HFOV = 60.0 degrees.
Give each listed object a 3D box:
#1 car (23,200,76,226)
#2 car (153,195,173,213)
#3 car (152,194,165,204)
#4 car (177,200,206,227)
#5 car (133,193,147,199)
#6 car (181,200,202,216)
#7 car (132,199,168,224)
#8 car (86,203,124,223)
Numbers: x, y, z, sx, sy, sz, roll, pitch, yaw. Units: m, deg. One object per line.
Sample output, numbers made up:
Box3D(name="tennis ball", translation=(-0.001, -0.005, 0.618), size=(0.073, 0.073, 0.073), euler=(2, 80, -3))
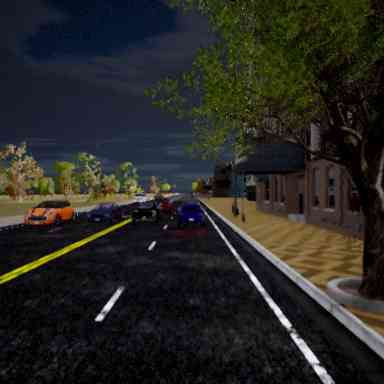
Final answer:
Box3D(name="car", translation=(-9.929, 1.374, 23.483), size=(2.097, 1.767, 4.553), euler=(0, 0, 0))
Box3D(name="car", translation=(-3.283, 1.368, 37.389), size=(2.097, 1.767, 4.553), euler=(0, 0, 0))
Box3D(name="car", translation=(-6.744, 1.367, 66.938), size=(2.097, 1.767, 4.553), euler=(0, 0, 0))
Box3D(name="car", translation=(-0.027, 1.534, 22.962), size=(1.812, 1.442, 4.674), euler=(0, 0, 0))
Box3D(name="car", translation=(-9.992, 1.257, 64.078), size=(2.150, 2.045, 5.566), euler=(0, 0, 0))
Box3D(name="car", translation=(-0.056, 1.559, 34.546), size=(2.033, 1.411, 5.357), euler=(0, 0, 0))
Box3D(name="car", translation=(-3.235, 1.506, 24.846), size=(2.128, 1.511, 4.902), euler=(0, 0, 0))
Box3D(name="car", translation=(-6.691, 1.565, 26.148), size=(2.033, 1.411, 5.357), euler=(0, 0, 0))
